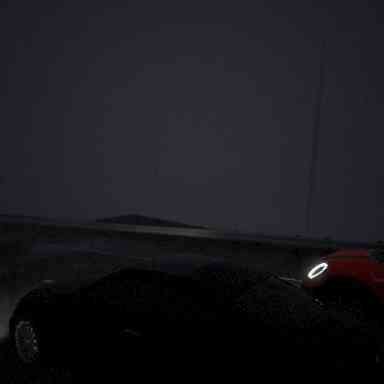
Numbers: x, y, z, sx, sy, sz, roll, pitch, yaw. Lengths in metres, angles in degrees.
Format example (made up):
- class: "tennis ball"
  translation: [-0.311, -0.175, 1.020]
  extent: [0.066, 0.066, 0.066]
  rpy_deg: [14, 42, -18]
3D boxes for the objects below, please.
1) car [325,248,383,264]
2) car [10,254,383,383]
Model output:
- class: "car"
  translation: [4.126, 1.343, 5.225]
  extent: [4.553, 1.767, 2.097]
  rpy_deg: [0, 0, 36]
- class: "car"
  translation: [-0.314, 1.521, 4.062]
  extent: [4.674, 1.442, 1.812]
  rpy_deg: [0, 0, 35]
